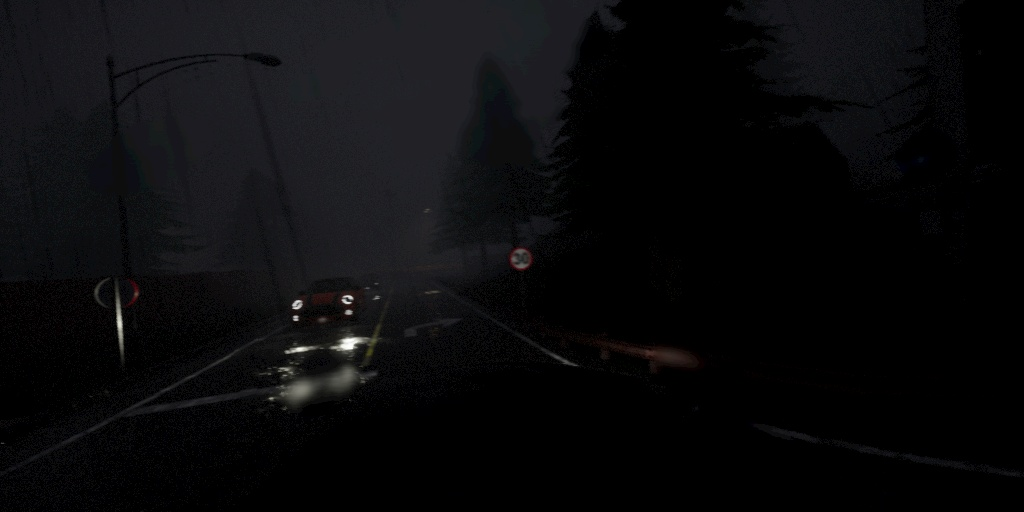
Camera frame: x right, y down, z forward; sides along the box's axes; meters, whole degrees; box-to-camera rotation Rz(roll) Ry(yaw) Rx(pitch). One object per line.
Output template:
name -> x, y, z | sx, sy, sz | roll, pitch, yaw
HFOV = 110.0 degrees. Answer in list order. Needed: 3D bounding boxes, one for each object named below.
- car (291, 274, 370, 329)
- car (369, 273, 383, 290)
car -> -7.143, 1.646, 14.303 | 2.097, 1.767, 4.553 | -5, 0, -17
car -> -12.150, 2.211, 30.751 | 2.033, 1.411, 5.357 | -5, 0, -17
